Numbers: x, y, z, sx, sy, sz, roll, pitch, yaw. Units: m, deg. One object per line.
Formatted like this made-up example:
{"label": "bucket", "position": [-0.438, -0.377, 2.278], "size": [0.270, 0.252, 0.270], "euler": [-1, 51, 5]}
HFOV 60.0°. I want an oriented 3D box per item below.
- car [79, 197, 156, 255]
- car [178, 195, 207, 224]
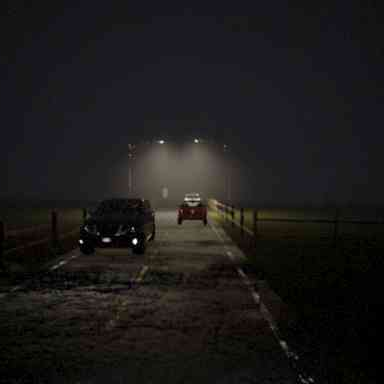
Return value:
{"label": "car", "position": [-2.787, 1.237, 13.716], "size": [2.150, 2.045, 5.566], "euler": [0, 0, 1]}
{"label": "car", "position": [0.061, 1.378, 25.444], "size": [2.097, 1.767, 4.553], "euler": [0, 0, 0]}
